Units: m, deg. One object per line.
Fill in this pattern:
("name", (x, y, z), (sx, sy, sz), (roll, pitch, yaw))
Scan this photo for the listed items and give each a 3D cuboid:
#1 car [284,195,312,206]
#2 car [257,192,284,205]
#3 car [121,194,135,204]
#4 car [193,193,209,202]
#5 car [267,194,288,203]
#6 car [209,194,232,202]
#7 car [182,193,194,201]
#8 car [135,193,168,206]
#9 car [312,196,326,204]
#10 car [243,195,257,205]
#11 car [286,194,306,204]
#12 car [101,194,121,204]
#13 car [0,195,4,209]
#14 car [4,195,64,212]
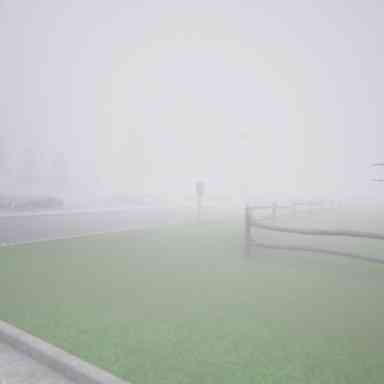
("car", (15.681, 1.358, 49.166), (1.994, 1.385, 4.181), (1, 1, 36))
("car", (12.561, 0.969, 50.810), (2.150, 2.045, 5.566), (1, 1, 38))
("car", (-7.538, 0.902, 48.524), (2.097, 1.767, 4.553), (1, 0, 35))
("car", (2.824, 1.215, 63.114), (1.895, 1.301, 4.718), (1, 1, 36))
("car", (15.833, 1.179, 61.411), (1.882, 1.535, 5.008), (1, 1, 36))
("car", (5.661, 1.129, 61.062), (1.837, 1.490, 4.892), (1, 0, 36))
("car", (0.011, 1.008, 65.193), (1.882, 1.535, 5.008), (1, 1, 36))
("car", (-5.215, 1.121, 45.744), (1.812, 1.442, 4.674), (1, 0, 35))
("car", (21.473, 1.341, 57.269), (2.033, 1.411, 5.357), (1, 1, 36))
("car", (9.881, 1.193, 53.089), (2.128, 1.511, 4.902), (1, 1, 36))
("car", (18.654, 1.225, 59.340), (1.882, 1.535, 5.008), (1, 1, 36))
("car", (-11.181, 1.008, 49.422), (1.837, 1.490, 4.892), (1, 1, 35))
("car", (-17.535, 1.115, 34.189), (1.994, 1.385, 4.181), (1, 1, 35))
("car", (-14.761, 1.089, 32.020), (2.128, 1.511, 4.902), (1, 1, 35))
